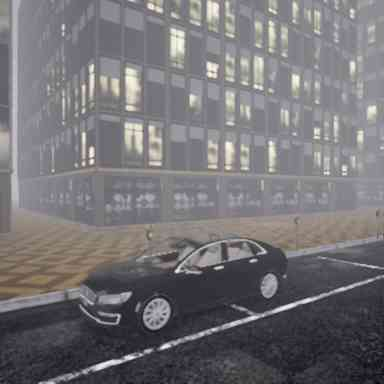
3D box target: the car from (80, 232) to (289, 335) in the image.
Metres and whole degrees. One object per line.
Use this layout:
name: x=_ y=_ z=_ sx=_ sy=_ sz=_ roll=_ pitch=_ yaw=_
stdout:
car: x=0.069 y=1.527 z=6.606 sx=4.403 sy=1.369 sz=2.008 roll=0 pitch=1 yaw=-36
